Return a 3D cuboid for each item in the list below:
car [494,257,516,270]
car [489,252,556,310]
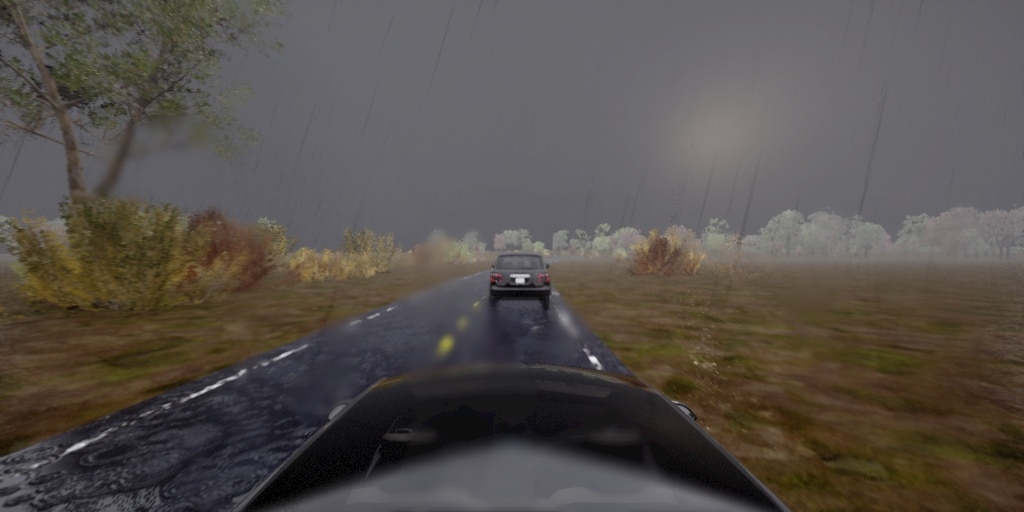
[{"bbox_3d":[-0.811,0.929,44.807,2.033,1.411,5.357,0,0,6],"label":"car"},{"bbox_3d":[0.340,0.864,14.290,2.150,2.045,5.566,0,1,2],"label":"car"}]
